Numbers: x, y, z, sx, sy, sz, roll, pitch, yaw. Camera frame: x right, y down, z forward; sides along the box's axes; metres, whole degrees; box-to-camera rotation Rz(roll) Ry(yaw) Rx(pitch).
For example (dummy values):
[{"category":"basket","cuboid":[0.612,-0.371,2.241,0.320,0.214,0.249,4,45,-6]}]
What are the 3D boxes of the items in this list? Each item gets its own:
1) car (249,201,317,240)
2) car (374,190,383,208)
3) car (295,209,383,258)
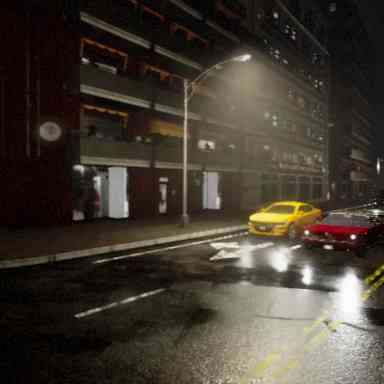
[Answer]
[{"category":"car","cuboid":[4.568,1.233,15.888,1.882,1.535,5.008,1,1,40]},{"category":"car","cuboid":[21.976,0.772,37.160,2.150,2.045,5.566,1,1,38]},{"category":"car","cuboid":[5.780,1.433,12.293,1.895,1.301,4.718,1,1,40]}]
